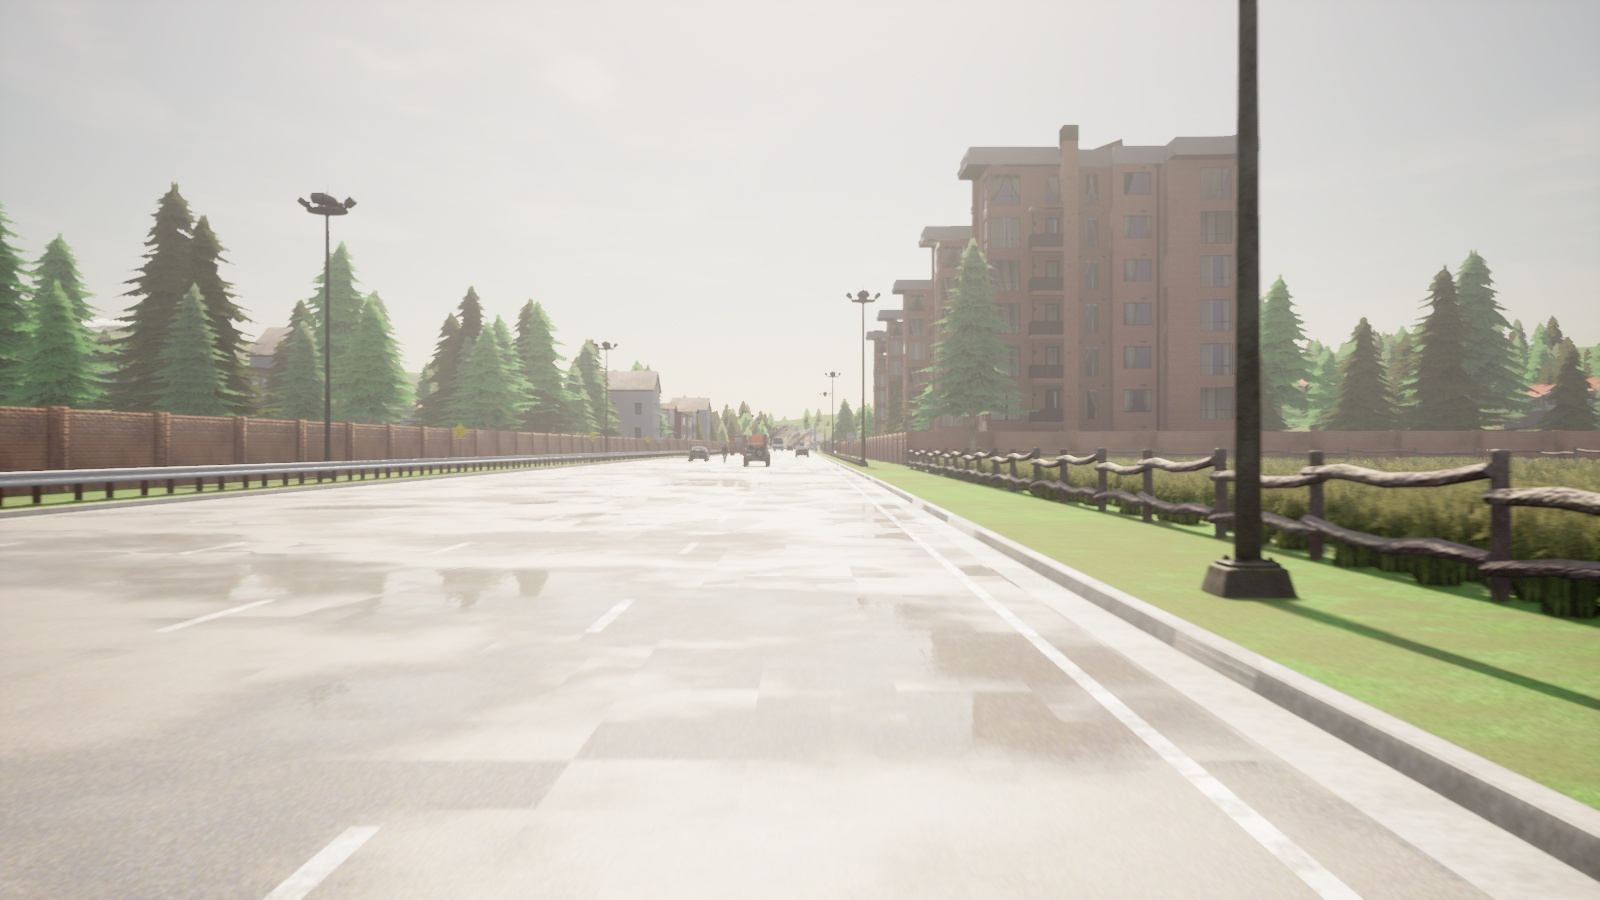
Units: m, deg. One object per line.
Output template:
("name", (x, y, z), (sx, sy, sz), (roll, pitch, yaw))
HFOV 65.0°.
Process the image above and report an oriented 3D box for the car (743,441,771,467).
("car", (-3.216, 0.288, 94.168), (1.932, 1.855, 4.605), (0, 0, 0))
